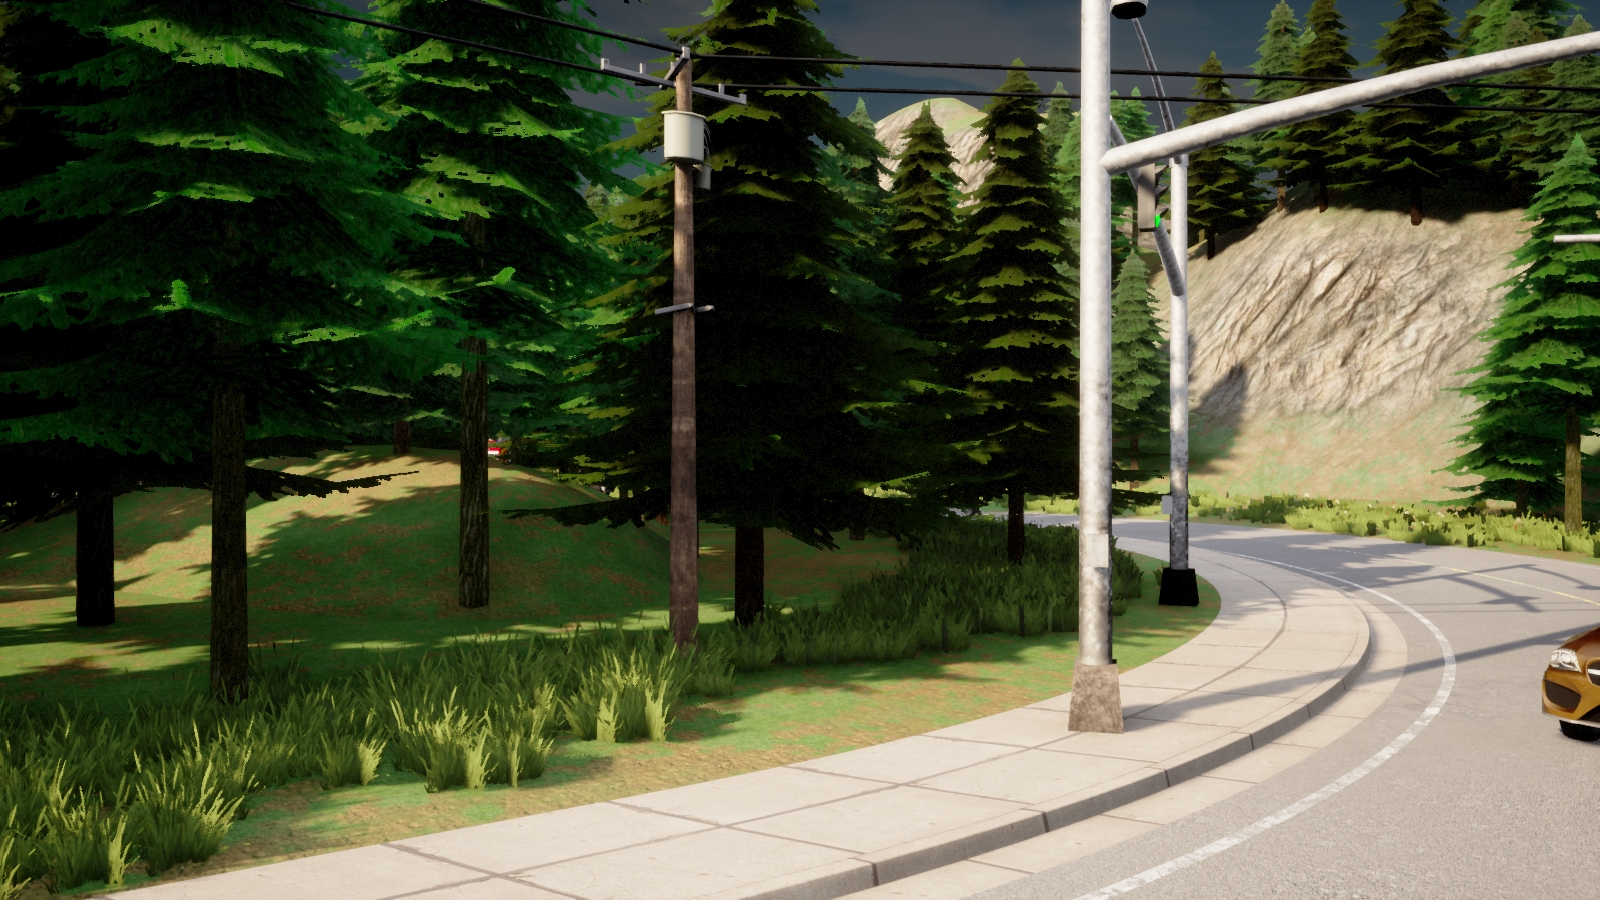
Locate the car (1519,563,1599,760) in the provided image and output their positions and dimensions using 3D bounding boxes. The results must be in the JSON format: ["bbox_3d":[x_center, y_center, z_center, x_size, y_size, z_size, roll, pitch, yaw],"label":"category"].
[{"bbox_3d":[9.577,1.970,11.147,5.027,1.651,2.152,0,0,-29],"label":"car"}]
